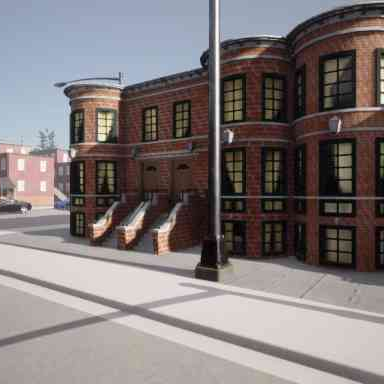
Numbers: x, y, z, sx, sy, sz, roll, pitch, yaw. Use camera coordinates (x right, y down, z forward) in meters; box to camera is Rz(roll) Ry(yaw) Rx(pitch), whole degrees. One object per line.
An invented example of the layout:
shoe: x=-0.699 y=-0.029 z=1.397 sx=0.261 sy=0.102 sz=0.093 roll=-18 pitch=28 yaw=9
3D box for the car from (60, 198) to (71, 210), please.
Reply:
car: x=-13.327 y=1.599 z=41.167 sx=1.895 sy=1.301 sz=4.718 roll=0 pitch=0 yaw=36

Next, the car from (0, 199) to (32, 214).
car: x=-18.767 y=1.491 z=33.567 sx=2.128 sy=1.511 sz=4.902 roll=0 pitch=0 yaw=36

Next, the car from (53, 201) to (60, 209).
car: x=-15.729 y=1.478 z=43.828 sx=1.882 sy=1.535 sz=5.008 roll=0 pitch=0 yaw=35
